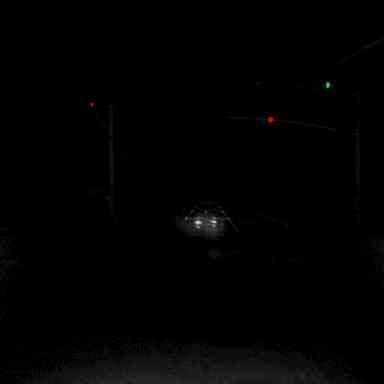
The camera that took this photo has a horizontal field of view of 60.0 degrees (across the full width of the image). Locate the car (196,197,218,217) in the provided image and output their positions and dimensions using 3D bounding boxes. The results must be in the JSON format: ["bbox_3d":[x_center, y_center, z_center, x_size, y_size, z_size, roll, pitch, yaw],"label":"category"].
[{"bbox_3d":[1.353,1.491,31.549,1.812,1.442,4.674,0,0,3],"label":"car"}]

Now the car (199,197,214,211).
[{"bbox_3d":[1.842,1.470,41.973,1.837,1.490,4.892,0,0,3],"label":"car"}]

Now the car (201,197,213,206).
[{"bbox_3d":[2.409,1.566,53.615,1.895,1.301,4.718,0,0,3],"label":"car"}]
